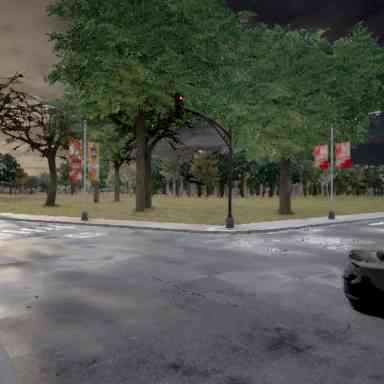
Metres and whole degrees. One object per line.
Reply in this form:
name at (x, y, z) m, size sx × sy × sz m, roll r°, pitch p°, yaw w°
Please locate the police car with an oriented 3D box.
police car at (5.150, 1.431, 5.028) m, size 5.238 × 1.638 × 1.930 m, roll 0°, pitch 0°, yaw 29°
